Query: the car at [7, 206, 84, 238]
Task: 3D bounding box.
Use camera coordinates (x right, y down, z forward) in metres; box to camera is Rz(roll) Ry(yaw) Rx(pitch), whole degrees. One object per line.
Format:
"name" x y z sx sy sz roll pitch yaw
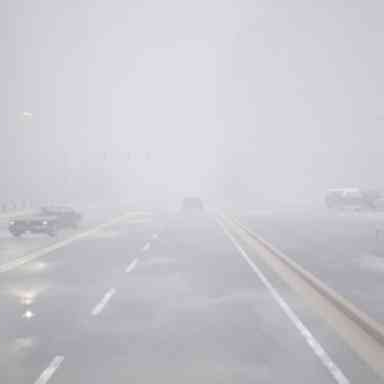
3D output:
"car" -7.042 1.385 16.501 1.895 1.301 4.718 0 1 0

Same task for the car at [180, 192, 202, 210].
"car" 0.072 1.069 34.685 2.128 1.511 4.902 0 1 0
